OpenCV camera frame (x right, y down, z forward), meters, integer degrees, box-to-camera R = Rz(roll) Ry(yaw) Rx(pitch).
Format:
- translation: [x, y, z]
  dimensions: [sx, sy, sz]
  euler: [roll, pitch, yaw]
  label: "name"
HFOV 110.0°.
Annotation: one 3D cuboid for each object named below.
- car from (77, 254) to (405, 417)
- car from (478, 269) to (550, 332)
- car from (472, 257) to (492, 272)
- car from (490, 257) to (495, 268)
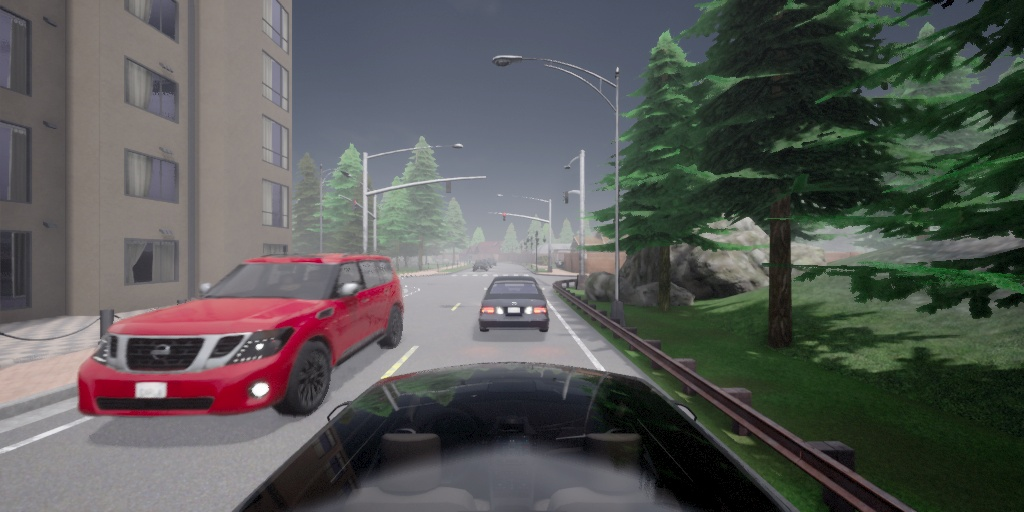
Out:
- translation: [-3.584, 0.971, 6.307]
  dimensions: [2.150, 2.045, 5.566]
  euler: [0, 0, 0]
  label: "car"
- translation: [0.068, 1.297, 10.802]
  dimensions: [2.033, 1.411, 5.357]
  euler: [0, 0, 1]
  label: "car"
- translation: [-3.999, 1.225, 46.360]
  dimensions: [1.837, 1.490, 4.892]
  euler: [0, 0, 0]
  label: "car"
- translation: [-4.058, 1.225, 56.702]
  dimensions: [1.837, 1.490, 4.892]
  euler: [0, 0, 0]
  label: "car"
